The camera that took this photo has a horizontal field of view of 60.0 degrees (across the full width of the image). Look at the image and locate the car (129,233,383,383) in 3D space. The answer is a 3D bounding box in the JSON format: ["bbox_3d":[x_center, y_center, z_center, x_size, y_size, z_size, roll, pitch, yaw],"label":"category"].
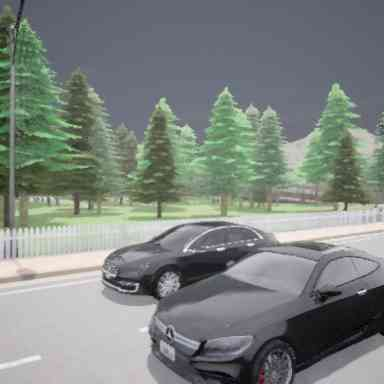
[{"bbox_3d":[1.614,1.546,5.119,4.674,1.442,1.812,0,0,-36],"label":"car"}]

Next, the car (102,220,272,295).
[{"bbox_3d":[0.210,1.528,8.423,4.892,1.490,1.837,0,0,-35],"label":"car"}]
